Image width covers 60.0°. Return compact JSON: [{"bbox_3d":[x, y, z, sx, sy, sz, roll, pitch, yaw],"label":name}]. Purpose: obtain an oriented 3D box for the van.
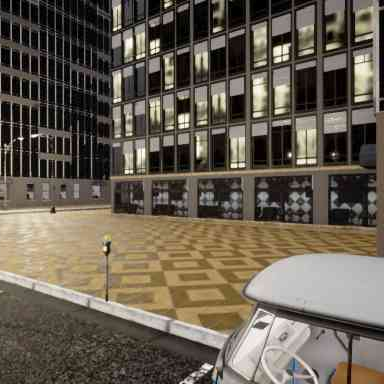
[{"bbox_3d":[1.918,1.341,1.510,3.998,1.788,1.690,0,0,35],"label":"van"}]
